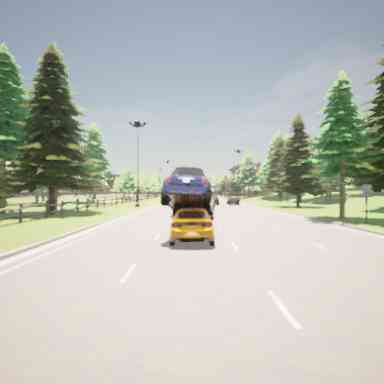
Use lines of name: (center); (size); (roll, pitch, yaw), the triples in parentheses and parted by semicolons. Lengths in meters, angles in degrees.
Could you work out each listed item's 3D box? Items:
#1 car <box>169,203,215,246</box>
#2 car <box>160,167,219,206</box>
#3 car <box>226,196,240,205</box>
car: (-0.003, 1.476, 15.305); (1.882, 1.535, 5.008); (-1, 0, 0)
car: (-0.028, 0.094, 15.675); (2.097, 1.767, 4.553); (3, -14, 7)
car: (7.004, 1.435, 56.748); (2.128, 1.511, 4.902); (0, 0, 0)
